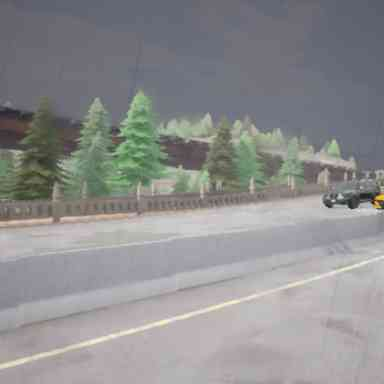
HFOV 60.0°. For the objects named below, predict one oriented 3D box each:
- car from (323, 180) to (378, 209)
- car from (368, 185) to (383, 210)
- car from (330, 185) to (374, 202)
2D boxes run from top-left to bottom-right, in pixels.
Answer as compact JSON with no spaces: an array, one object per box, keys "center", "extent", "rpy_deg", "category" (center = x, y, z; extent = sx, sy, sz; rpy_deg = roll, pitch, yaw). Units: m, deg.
[{"center":[12.503,0.132,25.798],"extent":[5.566,2.045,2.150],"rpy_deg":[-4,2,-35],"category":"car"},{"center":[14.546,0.389,22.955],"extent":[5.008,1.535,1.882],"rpy_deg":[-4,2,-35],"category":"car"},{"center":[15.520,0.107,32.239],"extent":[4.181,1.385,1.994],"rpy_deg":[-4,2,-35],"category":"car"}]
